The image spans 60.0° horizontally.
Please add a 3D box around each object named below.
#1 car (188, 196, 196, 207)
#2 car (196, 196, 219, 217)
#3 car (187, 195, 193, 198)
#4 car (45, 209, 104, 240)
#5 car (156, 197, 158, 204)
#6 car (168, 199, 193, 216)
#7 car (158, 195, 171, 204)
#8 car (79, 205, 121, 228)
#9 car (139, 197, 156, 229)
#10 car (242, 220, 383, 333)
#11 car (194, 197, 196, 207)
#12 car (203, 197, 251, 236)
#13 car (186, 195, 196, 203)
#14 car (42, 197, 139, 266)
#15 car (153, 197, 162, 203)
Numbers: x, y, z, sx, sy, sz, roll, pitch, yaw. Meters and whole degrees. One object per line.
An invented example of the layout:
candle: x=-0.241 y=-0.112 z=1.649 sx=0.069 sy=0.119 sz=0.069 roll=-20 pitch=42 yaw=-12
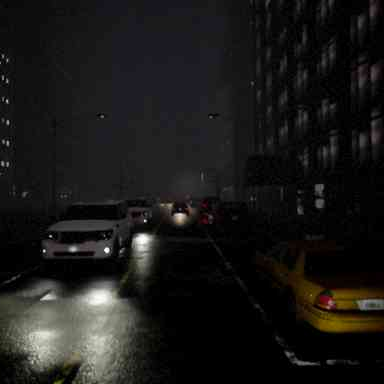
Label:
car: x=0.746 y=1.818 z=52.712 sx=1.887 sy=1.381 sz=4.507 roll=0 pitch=0 yaw=-2
car: x=1.853 y=1.401 z=34.229 sx=2.150 sy=2.045 sz=5.566 roll=0 pitch=0 yaw=-2
car: x=0.534 y=1.743 z=58.350 sx=1.967 sy=1.590 sz=4.097 roll=0 pitch=0 yaw=-2
car: x=-6.346 y=1.711 z=18.529 sx=1.947 sy=1.339 sz=4.313 roll=0 pitch=0 yaw=-2
car: x=-8.479 y=1.884 z=74.917 sx=1.967 sy=1.590 sz=4.097 roll=0 pitch=0 yaw=-2
car: x=-1.218 y=1.744 z=34.930 sx=2.033 sy=1.411 sz=5.357 roll=0 pitch=0 yaw=-2
car: x=-5.788 y=1.569 z=74.649 sx=2.097 sy=1.767 sz=4.553 roll=0 pitch=0 yaw=-2
car: x=-6.560 y=1.727 z=24.167 sx=2.008 sy=1.369 sz=4.403 roll=0 pitch=0 yaw=-2
car: x=-3.923 y=1.375 z=23.079 sx=2.150 sy=2.045 sz=5.566 roll=0 pitch=0 yaw=-3
car: x=2.440 y=1.550 z=6.947 sx=1.752 sy=1.417 sz=4.829 roll=0 pitch=0 yaw=-2
car: x=1.625 y=1.687 z=41.194 sx=1.882 sy=1.535 sz=5.008 roll=0 pitch=0 yaw=-2
car: x=2.026 y=1.407 z=18.889 sx=2.192 sy=1.841 sz=5.009 roll=0 pitch=0 yaw=-2
car: x=-0.319 y=1.733 z=80.900 sx=2.192 sy=1.841 sz=5.009 roll=0 pitch=0 yaw=-2
car: x=-3.530 y=1.315 z=12.371 sx=2.150 sy=2.045 sz=5.566 roll=0 pitch=0 yaw=-2
car: x=-8.906 y=2.050 z=86.193 sx=2.008 sy=1.369 sz=4.403 roll=0 pitch=0 yaw=-2
